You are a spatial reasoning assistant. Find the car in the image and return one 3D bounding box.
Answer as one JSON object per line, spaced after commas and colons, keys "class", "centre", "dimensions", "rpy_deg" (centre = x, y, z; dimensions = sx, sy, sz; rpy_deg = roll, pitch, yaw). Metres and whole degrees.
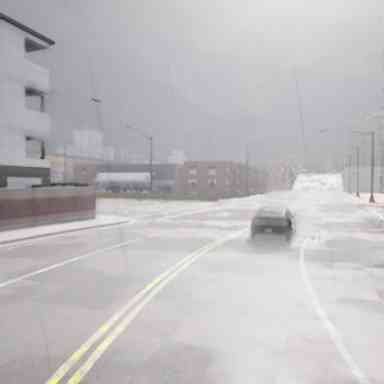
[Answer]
{"class": "car", "centre": [4.190, 1.463, 16.777], "dimensions": [2.128, 1.511, 4.902], "rpy_deg": [1, 1, 21]}
